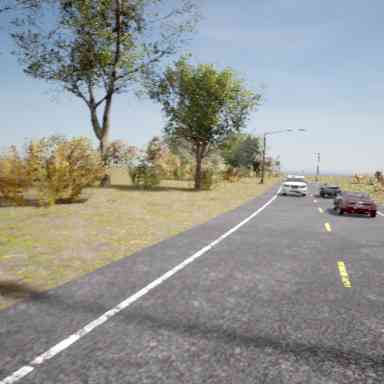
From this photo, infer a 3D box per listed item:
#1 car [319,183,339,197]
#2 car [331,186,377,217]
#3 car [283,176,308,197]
[{"bbox_3d":[14.435,-0.222,34.677,2.128,1.511,4.902,4,4,17],"label":"car"},{"bbox_3d":[9.872,0.616,20.280,1.994,1.385,4.181,4,4,18],"label":"car"},{"bbox_3d":[10.757,-0.666,34.759,2.150,2.045,5.566,4,4,17],"label":"car"}]
